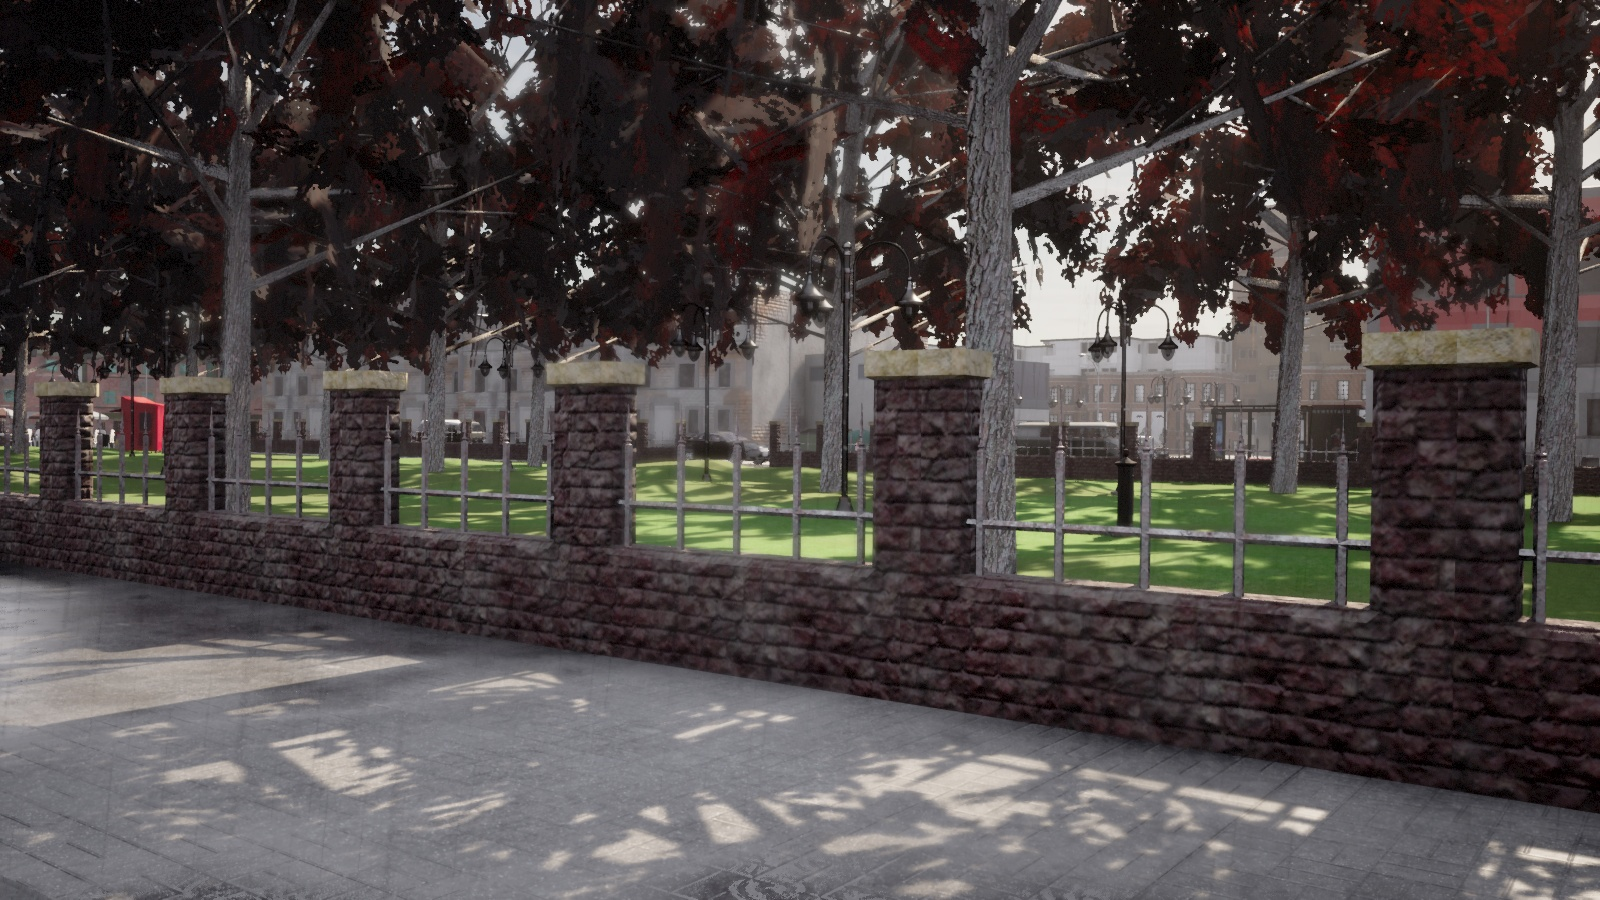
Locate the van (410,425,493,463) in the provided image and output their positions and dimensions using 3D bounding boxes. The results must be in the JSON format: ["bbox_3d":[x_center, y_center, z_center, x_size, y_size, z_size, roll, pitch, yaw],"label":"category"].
[{"bbox_3d":[-19.392,-0.323,69.852,4.480,2.038,2.069,0,1,36],"label":"van"}]

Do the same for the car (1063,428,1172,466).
[{"bbox_3d":[12.893,-0.117,51.034,3.806,1.475,1.970,0,1,36],"label":"car"}]

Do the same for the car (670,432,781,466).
[{"bbox_3d":[-3.464,-0.075,58.131,4.902,1.511,2.128,0,1,36],"label":"car"}]

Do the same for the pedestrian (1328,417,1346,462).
[{"bbox_3d":[22.402,-0.440,52.373,0.376,1.854,0.720,-1,1,-10],"label":"pedestrian"}]

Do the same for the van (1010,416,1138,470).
[{"bbox_3d":[10.412,-0.264,47.890,4.442,1.987,1.775,0,1,36],"label":"van"}]
